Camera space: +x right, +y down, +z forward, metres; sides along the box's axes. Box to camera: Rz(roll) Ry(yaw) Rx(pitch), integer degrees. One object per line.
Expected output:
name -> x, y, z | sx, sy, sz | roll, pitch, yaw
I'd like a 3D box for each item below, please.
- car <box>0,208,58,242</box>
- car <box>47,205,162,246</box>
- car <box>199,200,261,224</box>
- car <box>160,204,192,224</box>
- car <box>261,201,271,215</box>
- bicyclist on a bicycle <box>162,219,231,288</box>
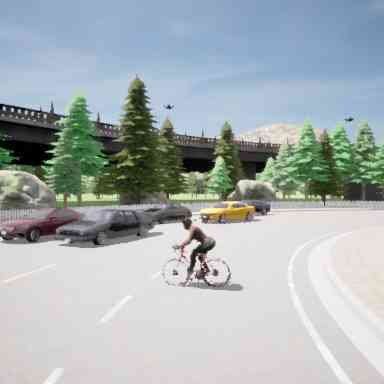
car -> -7.140, 1.526, 16.567 | 1.812, 1.442, 4.674 | 0, 0, 25
car -> -3.814, 1.547, 15.705 | 2.033, 1.411, 5.357 | 0, 0, 26
car -> 2.701, 1.477, 24.990 | 5.008, 1.535, 1.882 | 0, 0, -43
car -> -1.899, 1.564, 24.976 | 1.994, 1.385, 4.181 | 0, 0, 42
car -> 5.344, 1.491, 31.738 | 4.902, 1.511, 2.128 | 0, 0, -34
bicyclist on a bicycle -> 0.066, 1.450, 7.827 | 1.656, 1.620, 0.582 | -2, 0, 11
